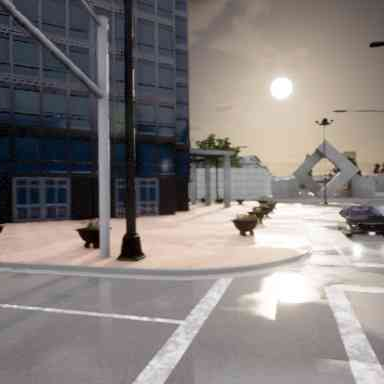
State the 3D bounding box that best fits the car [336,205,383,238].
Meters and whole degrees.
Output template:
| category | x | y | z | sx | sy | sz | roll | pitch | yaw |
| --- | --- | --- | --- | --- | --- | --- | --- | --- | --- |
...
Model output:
| category | x | y | z | sx | sy | sz | roll | pitch | yaw |
| --- | --- | --- | --- | --- | --- | --- | --- | --- | --- |
| car | 8.458 | 1.372 | 16.740 | 2.033 | 1.411 | 5.357 | -1 | 0 | 17 |
